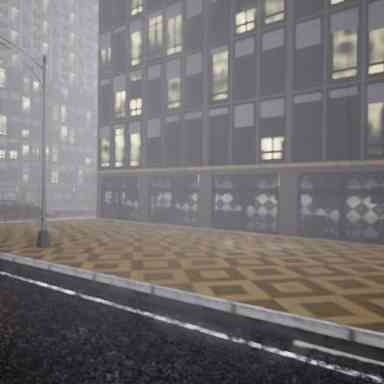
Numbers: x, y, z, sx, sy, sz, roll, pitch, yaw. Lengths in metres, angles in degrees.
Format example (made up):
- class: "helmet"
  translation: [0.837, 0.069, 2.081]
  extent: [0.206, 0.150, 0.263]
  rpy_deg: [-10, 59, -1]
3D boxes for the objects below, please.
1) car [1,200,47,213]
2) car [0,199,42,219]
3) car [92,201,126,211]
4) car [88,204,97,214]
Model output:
- class: "car"
  translation: [-20.642, 1.756, 41.003]
  extent: [1.752, 1.417, 4.829]
  rpy_deg: [0, 0, 36]
- class: "car"
  translation: [-17.138, 1.609, 31.631]
  extent: [2.192, 1.841, 5.009]
  rpy_deg: [0, 0, 36]
- class: "car"
  translation: [-12.020, 1.962, 48.315]
  extent: [1.895, 1.301, 4.718]
  rpy_deg: [1, 0, 36]
- class: "car"
  translation: [-10.346, 1.920, 40.847]
  extent: [1.752, 1.417, 4.829]
  rpy_deg: [0, 0, 36]
